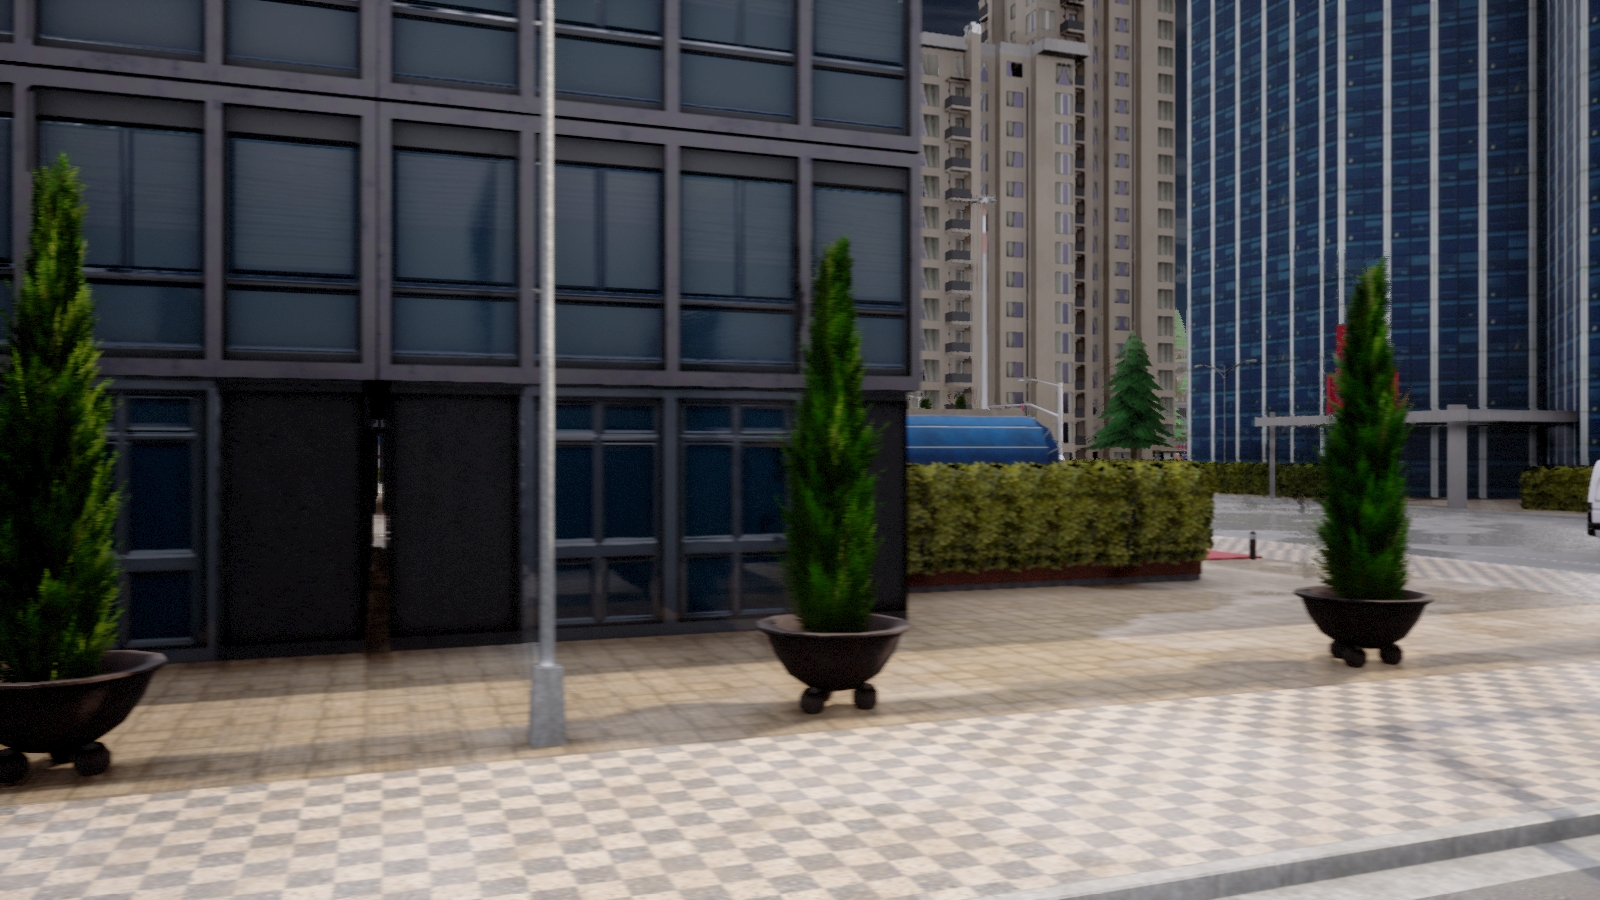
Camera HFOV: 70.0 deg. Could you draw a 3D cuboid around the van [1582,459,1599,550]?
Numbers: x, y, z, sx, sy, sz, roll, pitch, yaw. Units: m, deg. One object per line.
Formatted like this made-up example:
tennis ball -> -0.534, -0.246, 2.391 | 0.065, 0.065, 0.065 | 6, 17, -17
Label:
van -> 24.269, 1.534, 30.174 | 1.988, 2.561, 5.915 | 0, 0, -20
